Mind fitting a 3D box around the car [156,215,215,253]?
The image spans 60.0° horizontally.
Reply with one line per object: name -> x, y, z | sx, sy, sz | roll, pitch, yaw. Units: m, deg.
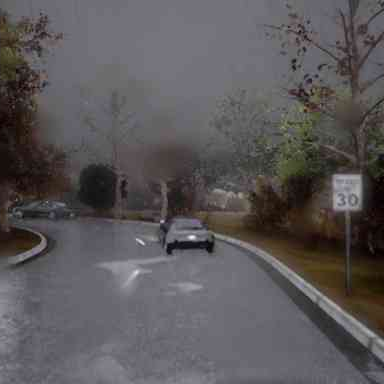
car -> -0.395, 1.709, 14.539 | 1.994, 1.385, 4.181 | 0, -1, -11

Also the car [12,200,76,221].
car -> -11.528, 1.410, 25.914 | 4.892, 1.490, 1.837 | 3, -1, 13
